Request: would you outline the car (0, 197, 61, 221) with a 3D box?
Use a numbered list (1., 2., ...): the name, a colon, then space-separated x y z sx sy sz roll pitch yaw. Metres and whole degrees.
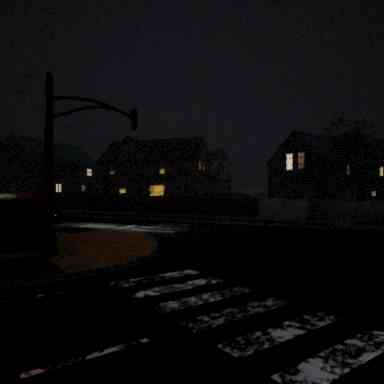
1. car: -10.360 1.074 20.450 4.902 1.511 2.128 1 0 19
